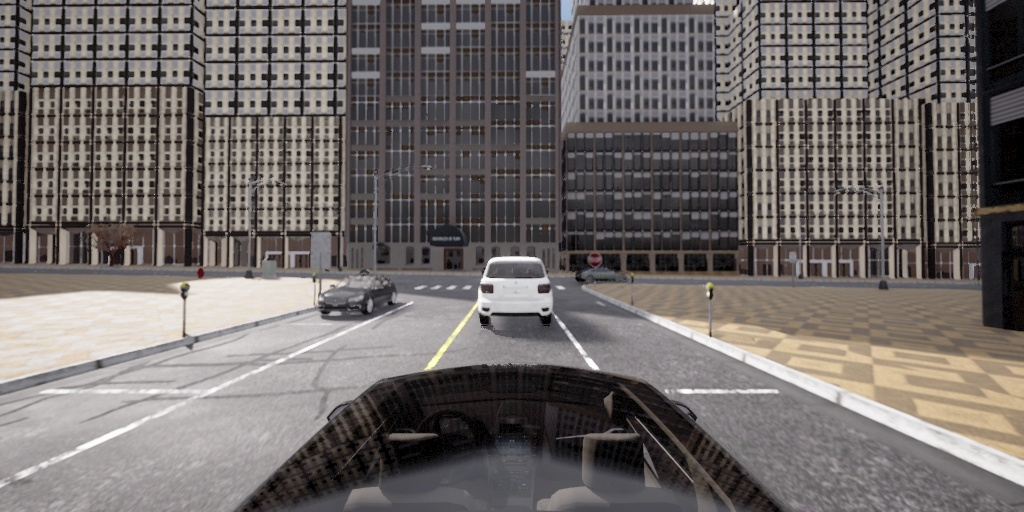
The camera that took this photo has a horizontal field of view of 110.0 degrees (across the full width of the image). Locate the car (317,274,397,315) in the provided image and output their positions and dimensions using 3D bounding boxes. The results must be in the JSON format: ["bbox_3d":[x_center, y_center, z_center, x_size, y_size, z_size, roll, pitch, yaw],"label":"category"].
[{"bbox_3d":[-5.827,1.388,13.982,2.007,1.370,4.403,0,0,0],"label":"car"}]

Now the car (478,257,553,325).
[{"bbox_3d":[0.093,1.051,12.316,2.150,2.045,5.566,0,0,0],"label":"car"}]

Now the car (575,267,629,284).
[{"bbox_3d":[7.349,1.590,29.391,4.181,1.385,1.994,2,-1,-11],"label":"car"}]
